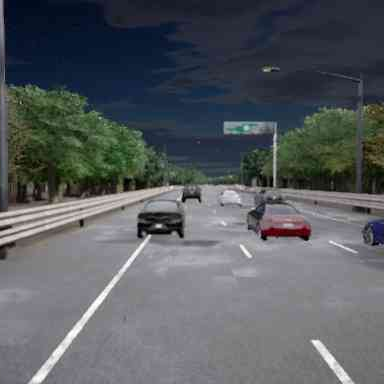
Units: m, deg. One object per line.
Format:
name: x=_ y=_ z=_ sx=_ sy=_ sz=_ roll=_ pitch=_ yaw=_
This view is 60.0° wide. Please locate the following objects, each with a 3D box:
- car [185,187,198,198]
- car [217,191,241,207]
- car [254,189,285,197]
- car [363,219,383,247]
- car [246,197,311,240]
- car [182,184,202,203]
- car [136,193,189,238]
car: x=-0.043 y=0.011 z=51.852 sx=1.882 sy=1.535 sz=5.008 roll=0 pitch=2 yaw=0
car: x=3.572 y=0.604 z=32.048 sx=1.812 sy=1.442 sz=4.674 roll=0 pitch=2 yaw=0
car: x=7.074 y=0.471 z=30.618 sx=2.097 sy=1.767 sz=4.553 roll=0 pitch=2 yaw=0
car: x=7.077 y=1.231 z=10.039 sx=1.812 sy=1.442 sz=4.674 roll=0 pitch=2 yaw=0
car: x=3.585 y=1.143 z=14.395 sx=1.994 sy=1.385 sz=4.181 roll=0 pitch=2 yaw=0
car: x=0.010 y=0.120 z=38.503 sx=2.150 sy=2.045 sz=5.566 roll=0 pitch=2 yaw=1
car: x=-1.239 y=1.043 z=14.837 sx=1.882 sy=1.535 sz=5.008 roll=0 pitch=2 yaw=0
